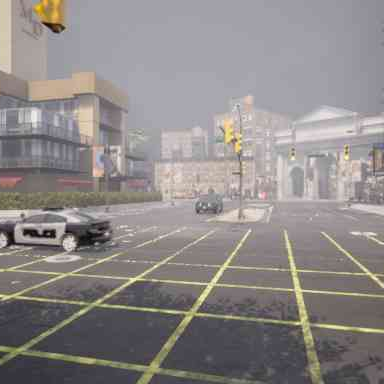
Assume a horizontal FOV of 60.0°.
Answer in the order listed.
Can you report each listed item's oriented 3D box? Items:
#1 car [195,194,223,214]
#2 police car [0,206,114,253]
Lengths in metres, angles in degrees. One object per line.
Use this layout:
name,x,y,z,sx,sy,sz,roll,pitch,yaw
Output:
car,1.956,1.221,35.833,2.150,2.045,5.566,0,0,15
police car,-5.784,1.426,13.534,5.238,1.638,1.930,0,0,14
